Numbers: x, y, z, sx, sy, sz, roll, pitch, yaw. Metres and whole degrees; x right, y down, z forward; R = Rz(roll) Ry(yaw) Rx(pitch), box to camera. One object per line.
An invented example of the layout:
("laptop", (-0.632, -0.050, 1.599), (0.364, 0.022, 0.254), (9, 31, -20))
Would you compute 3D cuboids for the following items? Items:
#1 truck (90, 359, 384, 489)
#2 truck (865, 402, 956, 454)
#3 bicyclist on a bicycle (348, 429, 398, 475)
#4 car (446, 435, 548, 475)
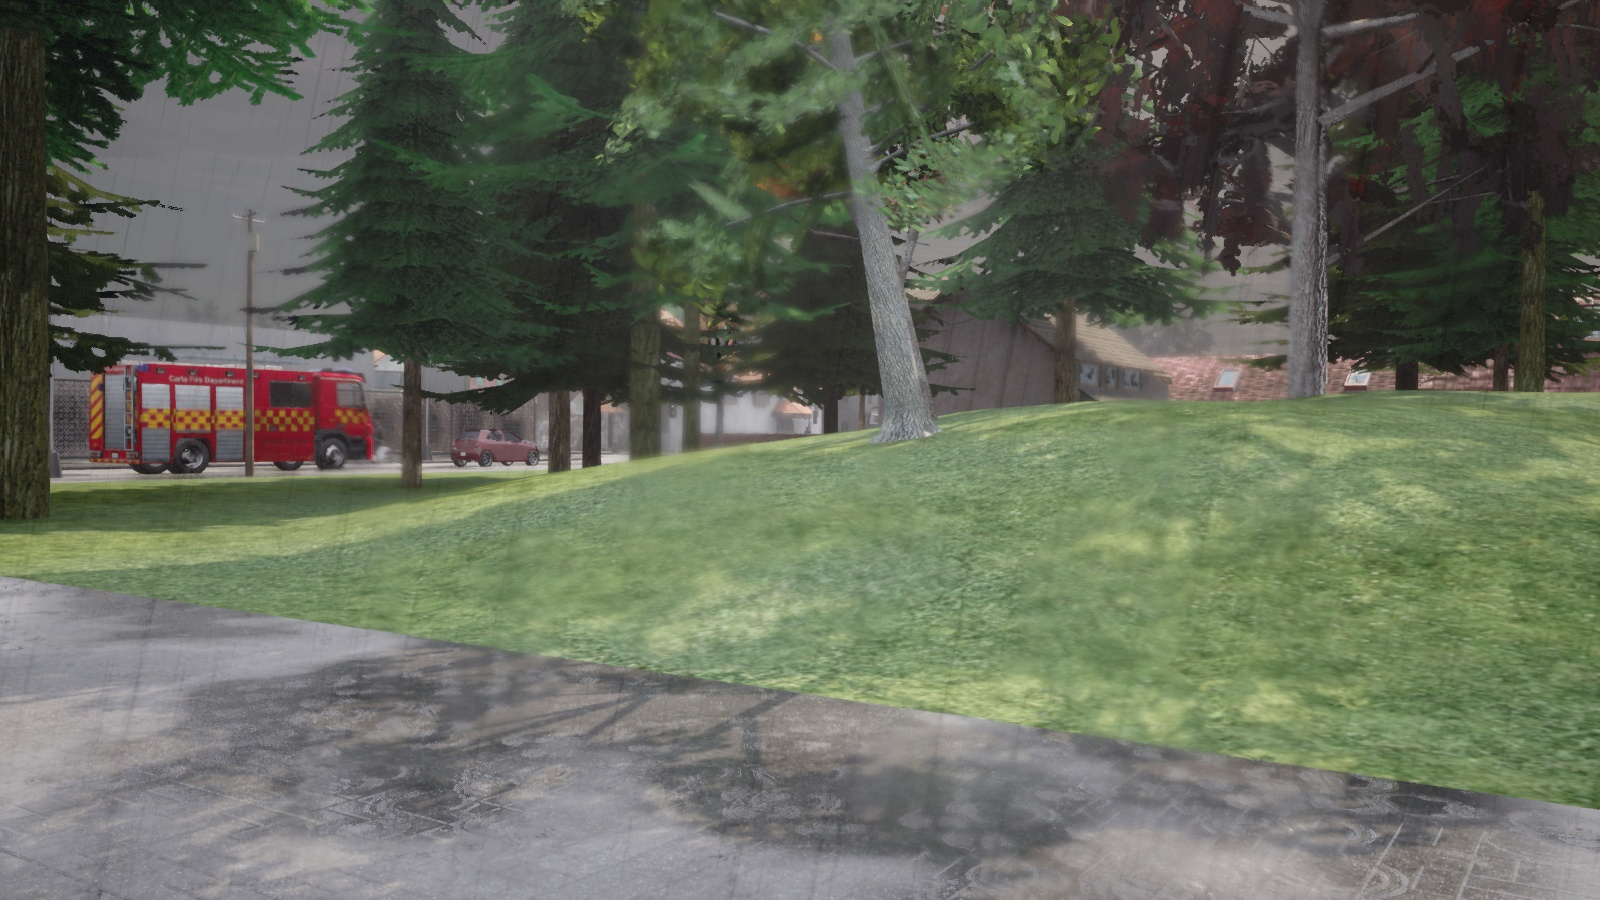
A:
("truck", (-18.100, -0.831, 41.094), (2.891, 3.827, 8.468), (0, 1, 34))
("truck", (7.773, -1.513, 87.329), (2.891, 3.462, 7.936), (0, 1, 33))
("bicyclist on a bicycle", (-16.999, 0.073, 49.994), (0.659, 1.776, 1.843), (0, 1, 34))
("car", (-12.067, 0.169, 50.173), (1.845, 1.501, 3.633), (0, 1, 33))
